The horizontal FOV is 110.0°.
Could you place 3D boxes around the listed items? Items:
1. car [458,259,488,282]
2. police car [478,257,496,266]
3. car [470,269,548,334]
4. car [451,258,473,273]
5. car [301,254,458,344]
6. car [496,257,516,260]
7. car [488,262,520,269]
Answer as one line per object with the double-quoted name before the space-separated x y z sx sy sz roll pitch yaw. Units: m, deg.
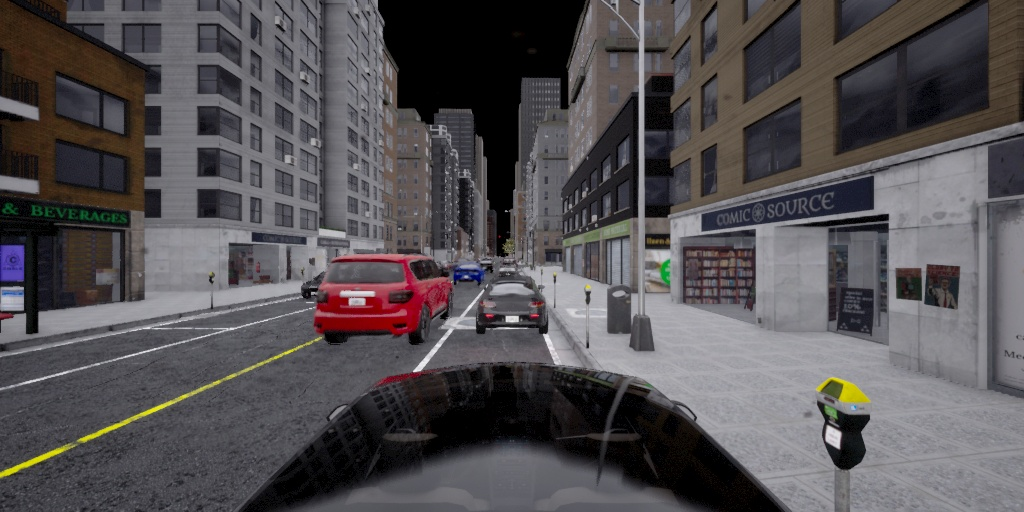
"car" -3.046 1.228 26.243 1.882 1.535 5.008 0 0 0
"police car" -3.148 1.177 43.983 1.930 1.638 5.238 0 0 0
"car" 0.003 1.276 10.500 1.812 1.442 4.674 0 0 0
"car" -6.194 1.103 44.809 2.097 1.767 4.553 0 0 0
"car" -3.042 0.974 9.713 2.150 2.045 5.566 0 0 0
"car" -0.288 1.066 40.309 2.192 1.841 5.009 0 0 0
"car" -0.288 1.301 23.738 2.007 1.370 4.403 0 0 0
